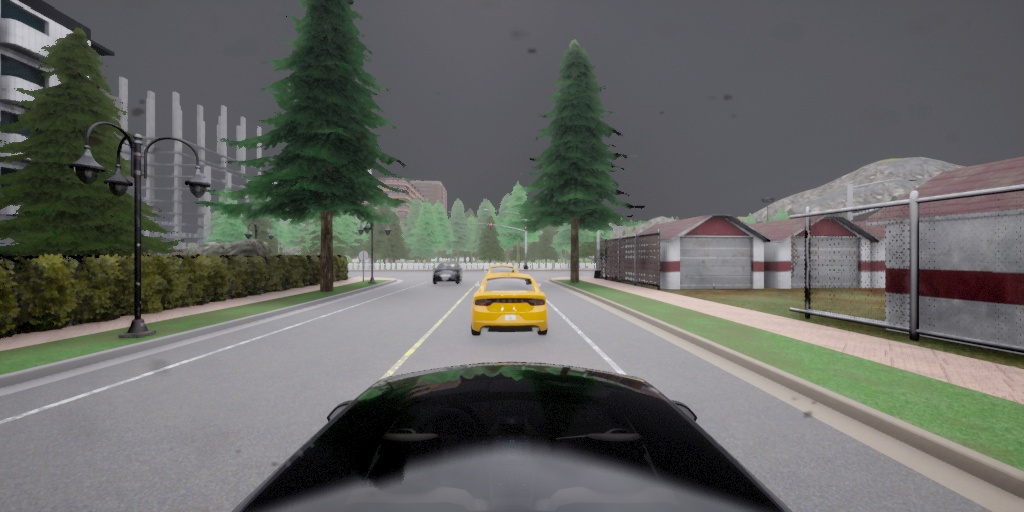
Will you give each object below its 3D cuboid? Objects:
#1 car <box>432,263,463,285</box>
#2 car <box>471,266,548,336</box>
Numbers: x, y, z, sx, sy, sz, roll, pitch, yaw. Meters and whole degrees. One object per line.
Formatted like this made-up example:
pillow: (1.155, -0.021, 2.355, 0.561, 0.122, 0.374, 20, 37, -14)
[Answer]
car: (-4.627, 1.243, 26.147, 2.128, 1.511, 4.902, 0, 0, -5)
car: (-0.112, 1.228, 10.494, 1.882, 1.535, 5.008, 0, 0, -2)
